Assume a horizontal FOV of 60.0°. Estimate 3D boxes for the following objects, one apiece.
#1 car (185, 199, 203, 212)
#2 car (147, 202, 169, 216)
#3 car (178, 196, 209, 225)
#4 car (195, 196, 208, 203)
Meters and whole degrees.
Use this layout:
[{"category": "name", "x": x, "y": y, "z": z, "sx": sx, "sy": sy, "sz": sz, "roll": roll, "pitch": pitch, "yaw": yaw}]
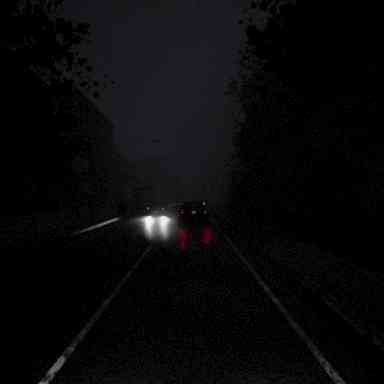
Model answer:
[{"category": "car", "x": 0.363, "y": 1.657, "z": 42.605, "sx": 2.033, "sy": 1.411, "sz": 5.357, "roll": 0, "pitch": 0, "yaw": 3}, {"category": "car", "x": -3.545, "y": 1.698, "z": 34.642, "sx": 1.895, "sy": 1.301, "sz": 4.718, "roll": 0, "pitch": 0, "yaw": 1}, {"category": "car", "x": 0.108, "y": 1.420, "z": 24.589, "sx": 2.097, "sy": 1.767, "sz": 4.553, "roll": 0, "pitch": 0, "yaw": 0}, {"category": "car", "x": 2.145, "y": 1.650, "z": 76.014, "sx": 1.812, "sy": 1.442, "sz": 4.674, "roll": -2, "pitch": 0, "yaw": 16}]
